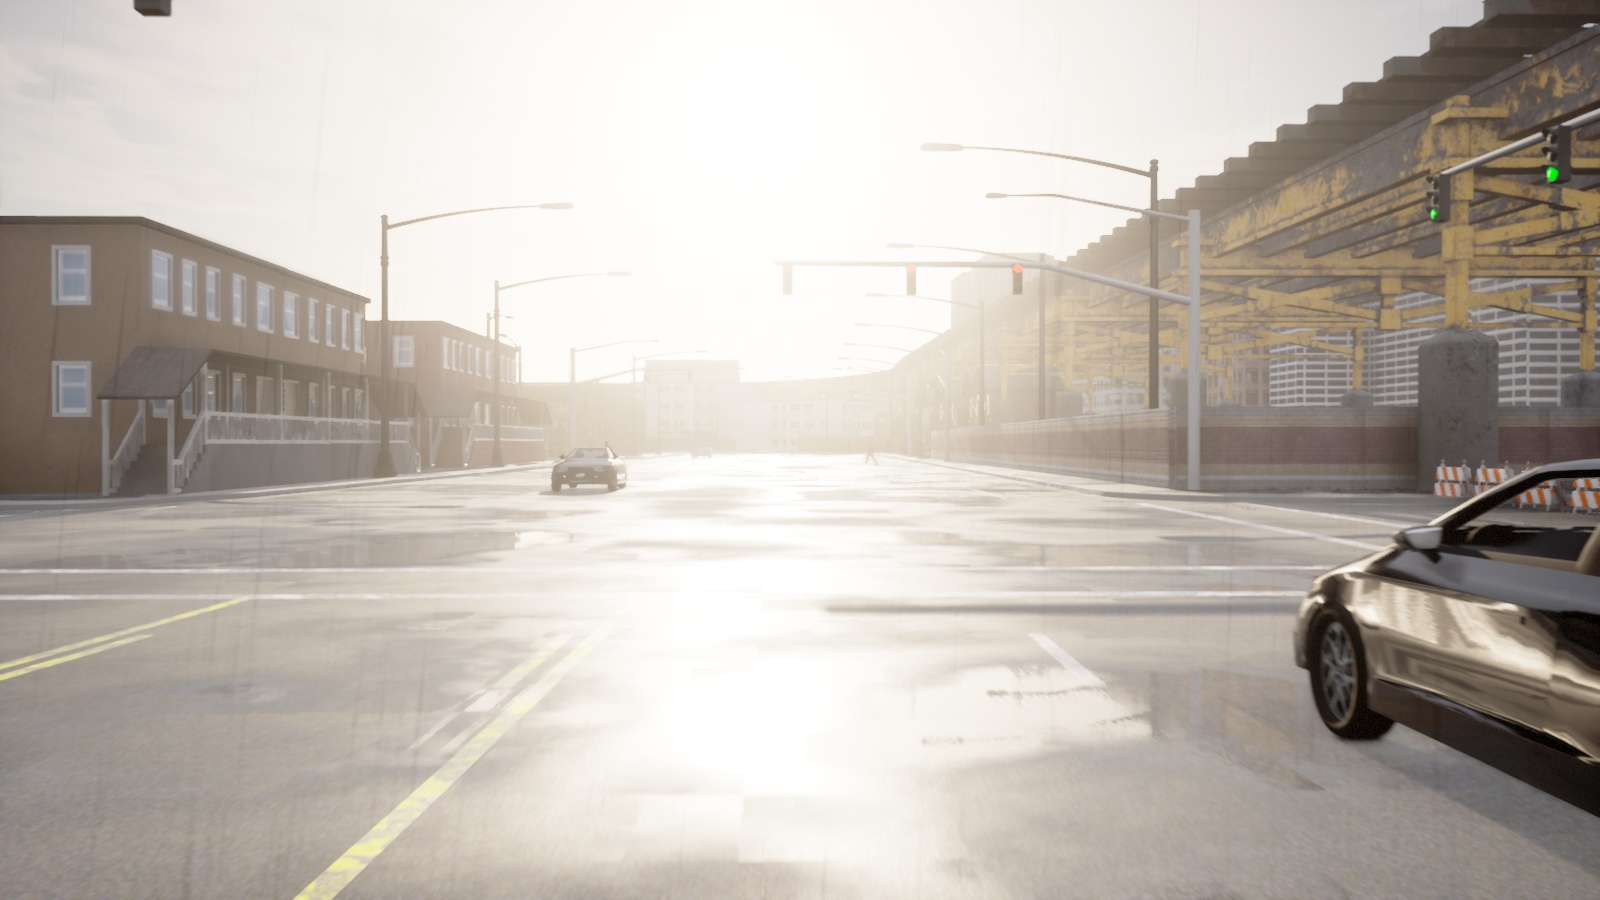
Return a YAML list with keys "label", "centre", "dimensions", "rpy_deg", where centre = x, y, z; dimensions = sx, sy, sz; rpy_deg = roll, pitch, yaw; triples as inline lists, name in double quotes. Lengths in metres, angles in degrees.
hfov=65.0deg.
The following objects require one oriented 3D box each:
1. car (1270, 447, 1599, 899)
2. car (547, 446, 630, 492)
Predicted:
- label: "car"
  centre: [3.543, 0.735, 4.971]
  dimensions: [1.816, 1.474, 4.193]
  rpy_deg: [0, 0, 0]
- label: "car"
  centre: [-6.757, 0.577, 40.485]
  dimensions: [1.994, 1.385, 4.181]
  rpy_deg: [0, 0, 0]
